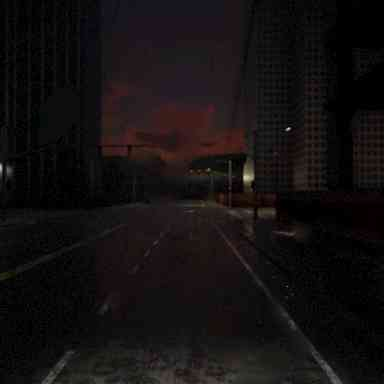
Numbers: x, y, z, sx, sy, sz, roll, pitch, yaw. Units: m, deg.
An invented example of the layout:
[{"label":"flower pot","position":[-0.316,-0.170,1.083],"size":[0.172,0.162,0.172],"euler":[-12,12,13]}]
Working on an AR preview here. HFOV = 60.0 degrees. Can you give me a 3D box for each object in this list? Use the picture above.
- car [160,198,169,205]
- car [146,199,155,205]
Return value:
[{"label":"car","position":[-6.978,2.376,83.775],"size":[1.882,1.535,5.008],"euler":[0,-1,0]},{"label":"car","position":[-10.478,2.376,83.776],"size":[1.882,1.535,5.008],"euler":[0,-1,0]}]
